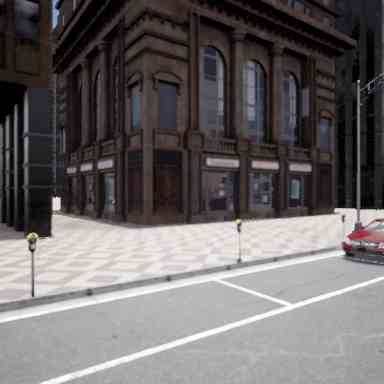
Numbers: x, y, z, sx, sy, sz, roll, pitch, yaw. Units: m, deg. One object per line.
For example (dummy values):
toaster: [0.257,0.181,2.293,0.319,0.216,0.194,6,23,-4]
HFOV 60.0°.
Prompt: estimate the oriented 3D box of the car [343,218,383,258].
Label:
car: [7.035,1.568,11.667,4.206,1.307,1.802,0,0,-36]
